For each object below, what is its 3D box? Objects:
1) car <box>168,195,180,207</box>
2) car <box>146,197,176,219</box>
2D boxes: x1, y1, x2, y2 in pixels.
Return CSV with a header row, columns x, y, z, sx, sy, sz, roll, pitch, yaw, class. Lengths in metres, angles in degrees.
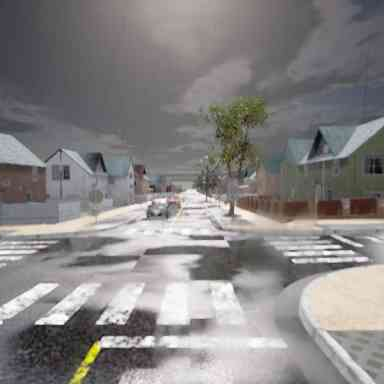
x,y,z,sx,sy,sz,roll,pitch,yaw,class
-2.806,1.261,48.604,2.097,1.767,4.553,0,0,0,car
-2.830,1.437,28.860,2.128,1.511,4.902,0,0,0,car
